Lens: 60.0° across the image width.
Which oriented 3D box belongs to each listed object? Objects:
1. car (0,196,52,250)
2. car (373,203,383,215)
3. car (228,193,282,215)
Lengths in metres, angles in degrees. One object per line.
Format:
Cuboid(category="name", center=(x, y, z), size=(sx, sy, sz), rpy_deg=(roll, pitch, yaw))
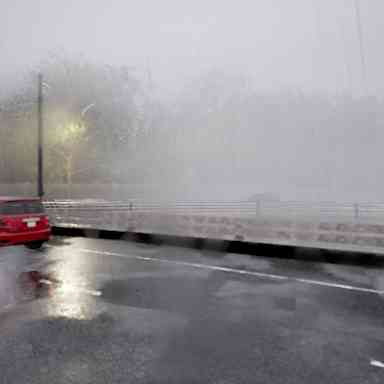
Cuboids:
Cuboid(category="car", center=(-7.804, 1.186, 12.573), size=(5.566, 2.045, 2.150), rpy_deg=(0, 0, 28))
Cuboid(category="car", center=(24.178, 1.943, 40.425), size=(4.553, 1.767, 2.097), rpy_deg=(3, -1, -23))
Cuboid(category="car", center=(6.410, 1.097, 33.528), size=(5.566, 2.045, 2.150), rpy_deg=(1, 0, -20))
